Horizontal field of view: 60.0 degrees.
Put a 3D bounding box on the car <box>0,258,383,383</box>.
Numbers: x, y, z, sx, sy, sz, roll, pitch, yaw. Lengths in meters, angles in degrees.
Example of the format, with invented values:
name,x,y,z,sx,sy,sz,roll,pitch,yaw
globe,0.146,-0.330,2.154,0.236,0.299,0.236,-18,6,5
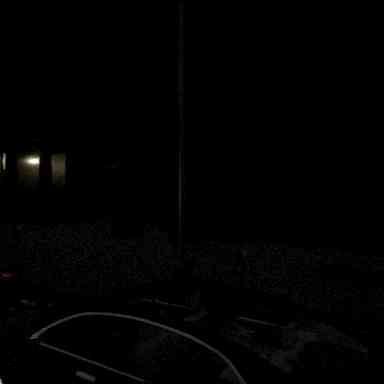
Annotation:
name,x,y,z,sx,sy,sz,roll,pitch,yaw
car,-0.313,1.529,3.059,4.403,1.369,2.008,0,0,34
